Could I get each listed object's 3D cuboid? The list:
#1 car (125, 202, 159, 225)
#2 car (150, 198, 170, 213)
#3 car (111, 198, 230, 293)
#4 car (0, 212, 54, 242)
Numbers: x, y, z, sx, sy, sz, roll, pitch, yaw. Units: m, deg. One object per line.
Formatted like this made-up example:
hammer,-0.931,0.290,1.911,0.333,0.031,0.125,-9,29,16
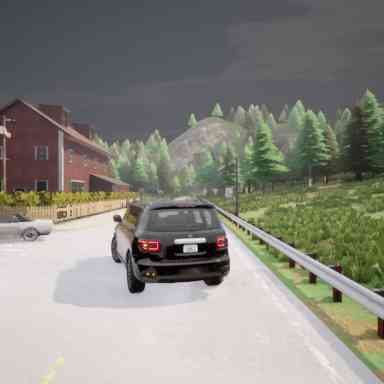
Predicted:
car,-3.615,1.506,24.888,1.837,1.490,4.892,0,0,0
car,-3.613,1.505,38.238,1.837,1.490,4.892,0,0,0
car,-0.868,1.221,9.189,2.150,2.045,5.566,0,0,-18
car,-8.838,1.601,15.119,4.718,1.301,1.895,0,0,-24
